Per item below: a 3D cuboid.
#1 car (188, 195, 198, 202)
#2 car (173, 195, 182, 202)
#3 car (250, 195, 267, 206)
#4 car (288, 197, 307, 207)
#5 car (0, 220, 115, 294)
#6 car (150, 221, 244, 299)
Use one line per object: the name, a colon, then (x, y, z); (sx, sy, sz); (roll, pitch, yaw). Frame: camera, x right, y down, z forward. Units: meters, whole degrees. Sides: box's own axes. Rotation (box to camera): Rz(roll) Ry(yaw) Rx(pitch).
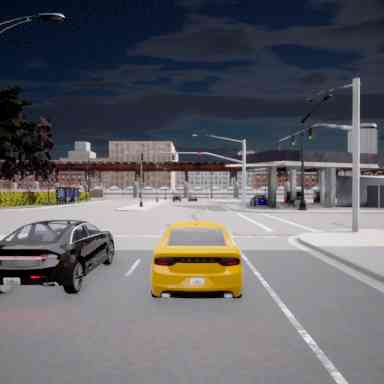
car: (0.218, 1.445, 73.484); (1.994, 1.385, 4.181); (0, 0, 0)
car: (-3.282, 1.386, 73.494); (1.837, 1.490, 4.892); (0, 0, 0)
car: (9.856, 1.253, 48.780); (2.242, 1.667, 4.611); (0, 0, 1)
car: (15.603, 1.425, 49.526); (1.970, 1.475, 3.806); (0, 0, 1)
car: (-3.392, 1.474, 8.735); (2.128, 1.511, 4.902); (0, 0, 0)
car: (0.107, 1.468, 8.516); (1.882, 1.535, 5.008); (0, 0, 0)
